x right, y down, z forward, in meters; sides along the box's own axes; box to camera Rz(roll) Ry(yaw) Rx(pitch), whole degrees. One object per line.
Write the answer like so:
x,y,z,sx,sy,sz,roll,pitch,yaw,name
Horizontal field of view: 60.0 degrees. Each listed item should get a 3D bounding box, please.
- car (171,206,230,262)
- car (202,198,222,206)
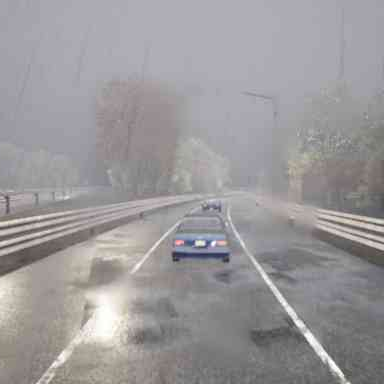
0.344,1.449,11.738,2.033,1.411,5.357,0,0,3,car
2.108,1.301,34.285,1.895,1.301,4.718,0,1,6,car
